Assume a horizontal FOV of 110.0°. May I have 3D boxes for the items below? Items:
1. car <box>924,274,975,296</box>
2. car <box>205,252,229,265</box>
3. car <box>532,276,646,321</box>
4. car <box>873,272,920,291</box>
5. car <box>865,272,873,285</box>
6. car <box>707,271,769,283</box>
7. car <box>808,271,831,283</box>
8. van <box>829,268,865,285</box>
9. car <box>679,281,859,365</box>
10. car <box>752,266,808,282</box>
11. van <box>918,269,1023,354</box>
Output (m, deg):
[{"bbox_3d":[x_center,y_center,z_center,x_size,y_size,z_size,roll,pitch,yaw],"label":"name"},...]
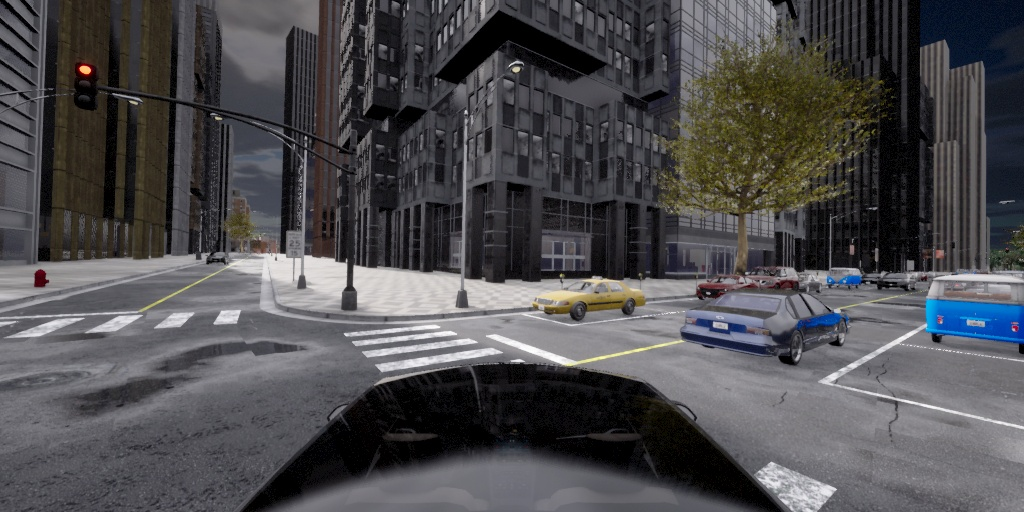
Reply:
[{"bbox_3d":[33.516,2.181,27.443,5.357,1.411,2.033,2,-1,-34],"label":"car"},{"bbox_3d":[-35.415,0.242,43.195,1.837,1.490,4.892,2,0,-35],"label":"car"},{"bbox_3d":[2.949,1.448,13.292,4.829,1.417,1.751,0,0,-35],"label":"car"},{"bbox_3d":[33.346,2.178,31.061,4.892,1.490,1.837,2,-1,-35],"label":"car"},{"bbox_3d":[37.821,2.397,37.539,4.313,1.339,1.948,0,0,-35],"label":"car"},{"bbox_3d":[11.776,1.692,19.424,4.507,1.381,1.888,0,0,-35],"label":"car"},{"bbox_3d":[20.458,1.923,25.462,4.403,1.370,2.007,0,0,-35],"label":"car"},{"bbox_3d":[29.140,1.942,31.501,3.998,1.789,1.690,0,0,-35],"label":"van"},{"bbox_3d":[6.167,1.469,8.503,5.357,1.411,2.033,1,-1,-35],"label":"car"},{"bbox_3d":[16.117,1.574,22.443,5.009,1.841,2.192,0,0,-35],"label":"car"},{"bbox_3d":[12.390,1.385,9.467,3.998,1.789,1.690,0,0,-35],"label":"van"}]
